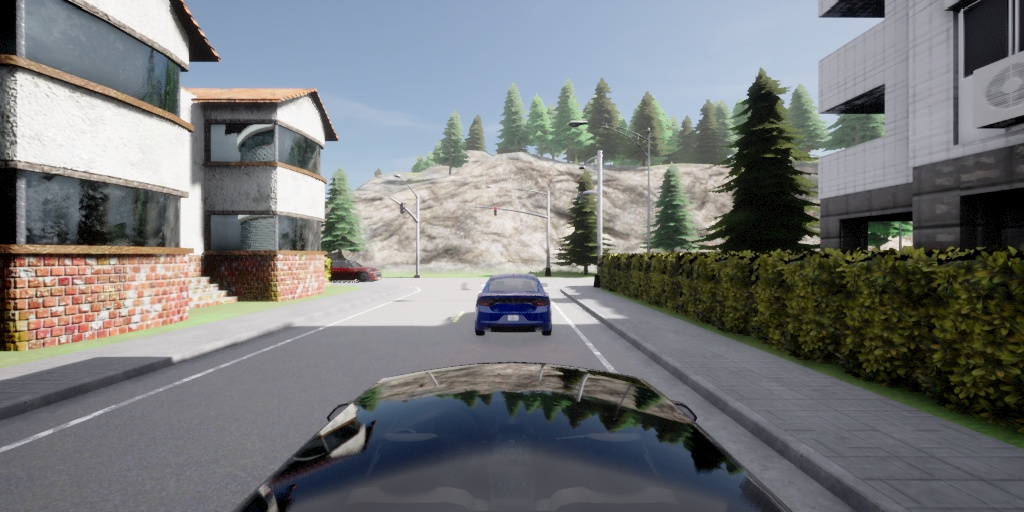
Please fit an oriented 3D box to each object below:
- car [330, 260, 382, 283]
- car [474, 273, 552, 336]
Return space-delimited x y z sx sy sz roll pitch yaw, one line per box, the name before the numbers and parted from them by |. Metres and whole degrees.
car | -12.270 1.102 27.039 4.553 1.767 2.097 0 0 1
car | 0.047 1.228 10.459 1.882 1.535 5.008 0 0 0
